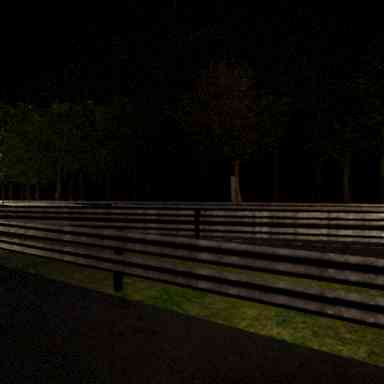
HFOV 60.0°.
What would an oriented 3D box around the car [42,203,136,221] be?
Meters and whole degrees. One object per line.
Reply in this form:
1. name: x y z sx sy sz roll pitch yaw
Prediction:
1. car: -5.760 1.312 18.391 5.357 1.411 2.033 0 0 23
